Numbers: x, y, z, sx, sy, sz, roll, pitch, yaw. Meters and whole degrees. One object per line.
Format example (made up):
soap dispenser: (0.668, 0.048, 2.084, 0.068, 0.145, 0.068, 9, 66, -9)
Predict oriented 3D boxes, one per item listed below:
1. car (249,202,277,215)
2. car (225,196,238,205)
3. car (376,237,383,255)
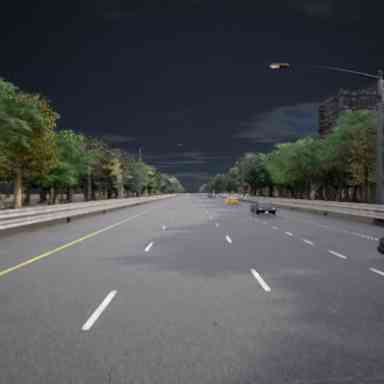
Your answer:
car: (6.978, 1.611, 33.238, 1.895, 1.301, 4.718, 0, 0, 0)
car: (7.004, 1.536, 59.323, 1.882, 1.535, 5.008, 0, 0, 0)
car: (6.994, 1.549, 8.481, 2.033, 1.411, 5.357, 0, 0, 0)
